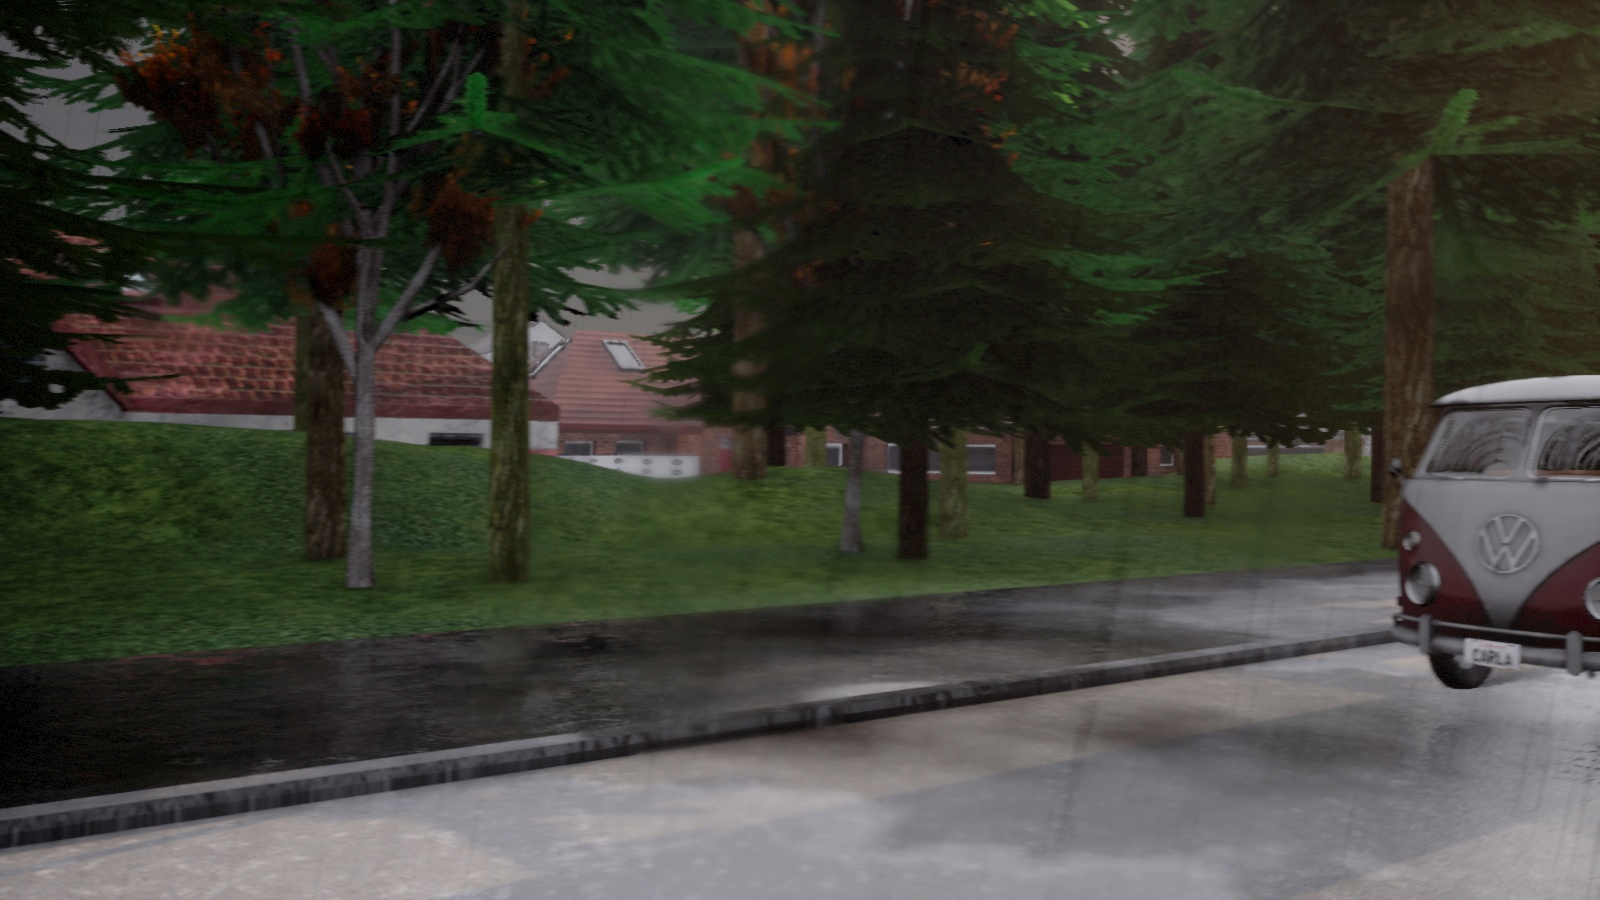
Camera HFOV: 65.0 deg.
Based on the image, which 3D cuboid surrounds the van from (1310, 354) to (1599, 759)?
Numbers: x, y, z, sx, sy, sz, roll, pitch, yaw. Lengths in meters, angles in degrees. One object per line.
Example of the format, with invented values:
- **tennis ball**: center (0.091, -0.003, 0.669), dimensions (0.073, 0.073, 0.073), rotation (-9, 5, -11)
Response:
- **van**: center (5.362, 0.534, 7.998), dimensions (4.442, 1.987, 1.775), rotation (0, 0, -35)
